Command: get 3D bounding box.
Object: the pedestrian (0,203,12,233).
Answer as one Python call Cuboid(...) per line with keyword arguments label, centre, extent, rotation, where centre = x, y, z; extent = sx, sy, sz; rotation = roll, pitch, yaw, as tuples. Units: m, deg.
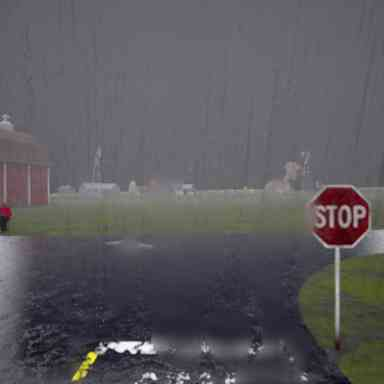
Cuboid(label="pedestrian", centre=(-11.186, 1.497, 19.837), extent=(0.375, 1.860, 0.375), rotation=(0, 0, 4))
